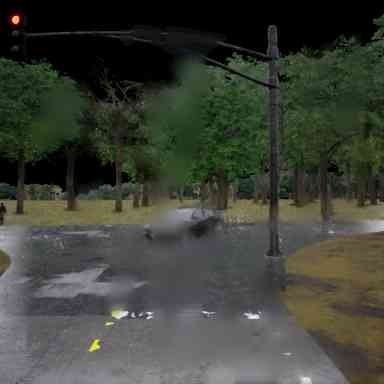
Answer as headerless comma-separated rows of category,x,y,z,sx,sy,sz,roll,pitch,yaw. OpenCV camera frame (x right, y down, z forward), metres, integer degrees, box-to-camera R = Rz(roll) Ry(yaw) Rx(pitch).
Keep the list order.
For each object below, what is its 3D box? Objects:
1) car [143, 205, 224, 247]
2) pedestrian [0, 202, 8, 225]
car,-0.240,1.420,15.528,1.882,1.535,5.008,0,3,31
pedestrian,-15.239,1.717,26.772,0.375,1.860,0.375,0,-1,0
